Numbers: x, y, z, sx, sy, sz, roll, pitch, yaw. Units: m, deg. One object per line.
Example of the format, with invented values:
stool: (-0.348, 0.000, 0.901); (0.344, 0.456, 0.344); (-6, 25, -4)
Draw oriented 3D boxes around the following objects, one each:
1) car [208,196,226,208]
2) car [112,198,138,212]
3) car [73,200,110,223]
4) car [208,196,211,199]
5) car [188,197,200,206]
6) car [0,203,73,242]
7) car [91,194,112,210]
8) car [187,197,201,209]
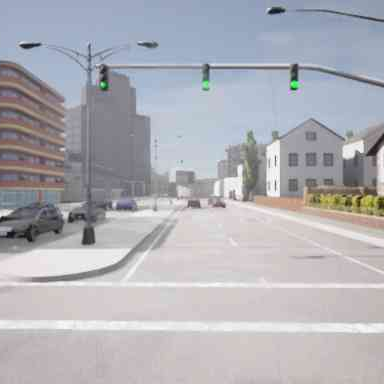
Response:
car: (3.775, 1.629, 47.600); (1.895, 1.301, 4.718); (0, 0, 0)
car: (-7.848, 1.502, 40.270); (1.882, 1.535, 5.008); (0, 0, 1)
car: (-7.961, 1.579, 25.466); (1.994, 1.385, 4.181); (0, 0, -1)
car: (3.832, 1.386, 57.541); (2.097, 1.767, 4.553); (0, 0, 0)
car: (0.333, 1.635, 57.621); (1.895, 1.301, 4.718); (0, 0, 0)
car: (-7.999, 1.502, 16.543); (2.128, 1.511, 4.902); (0, 0, 0)
car: (-11.336, 1.249, 41.119); (2.150, 2.045, 5.566); (0, 0, 1)
car: (0.272, 1.506, 47.174); (1.882, 1.535, 5.008); (0, 0, 0)
